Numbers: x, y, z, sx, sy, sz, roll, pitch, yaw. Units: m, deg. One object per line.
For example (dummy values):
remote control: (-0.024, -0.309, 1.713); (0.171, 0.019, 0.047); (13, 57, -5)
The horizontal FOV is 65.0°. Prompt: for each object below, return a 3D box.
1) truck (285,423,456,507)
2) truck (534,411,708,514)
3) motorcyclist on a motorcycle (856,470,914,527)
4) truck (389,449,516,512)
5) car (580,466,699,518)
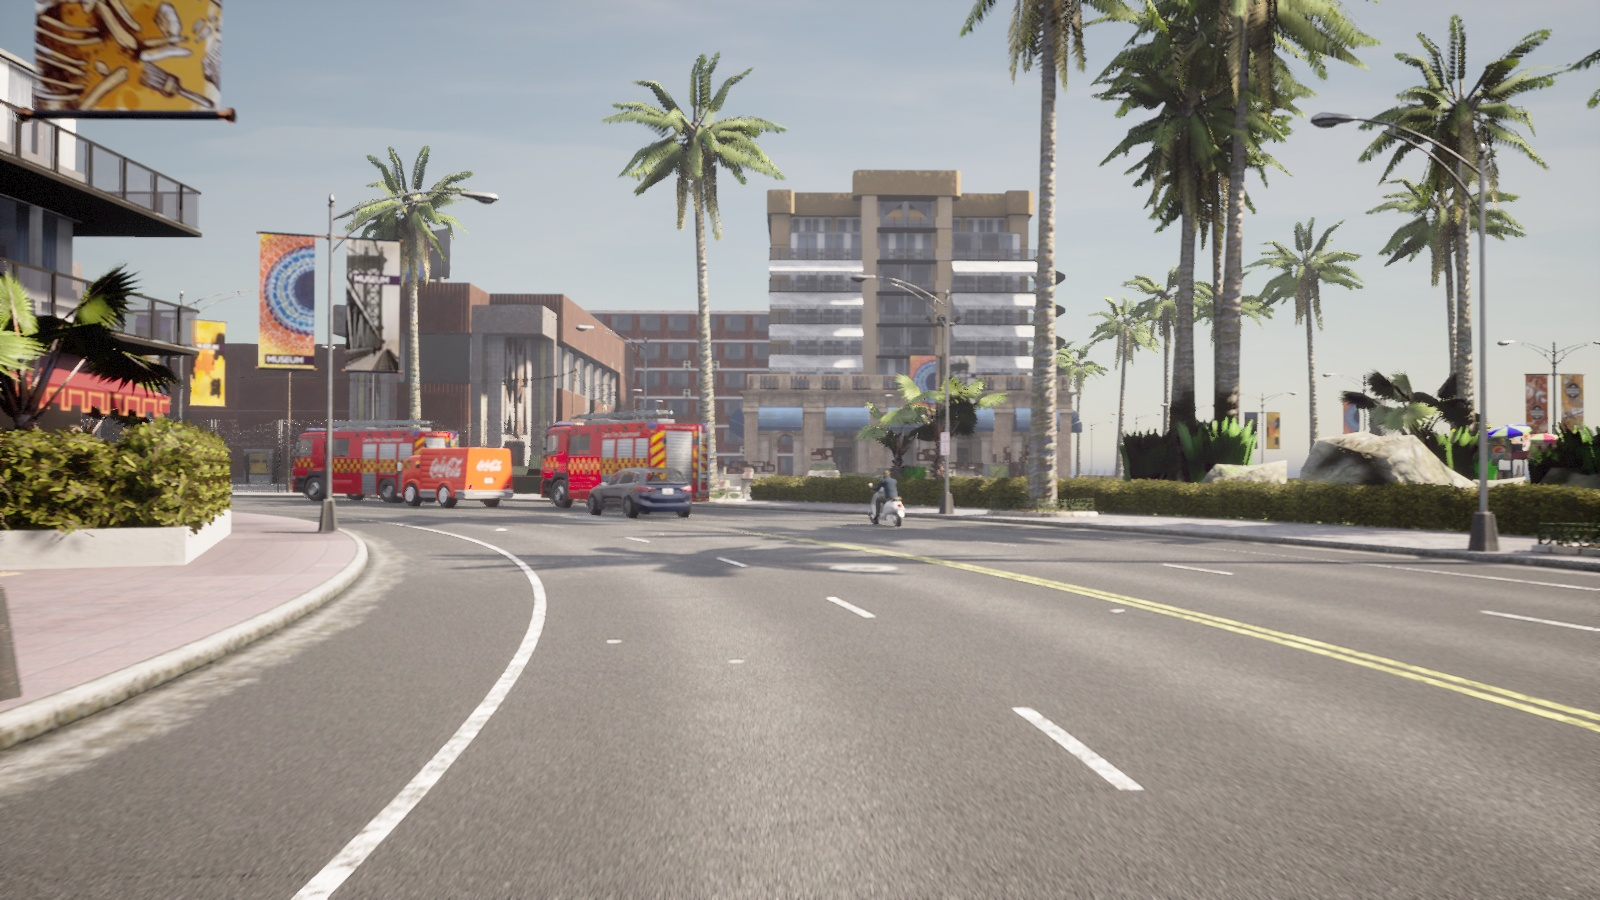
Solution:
truck: (-20.815, 0.750, 60.656); (8.468, 3.827, 2.891); (-1, -1, 29)
truck: (-7.393, 0.529, 50.693); (2.891, 3.827, 8.468); (1, -1, -40)
motorcyclist on a motorcycle: (2.427, 1.360, 35.973); (0.866, 1.590, 1.817); (0, -1, -26)
truck: (-14.578, 1.267, 52.535); (5.204, 2.467, 2.627); (-1, -1, 40)
car: (-5.508, 1.396, 42.679); (2.242, 1.667, 4.611); (0, -1, -33)
